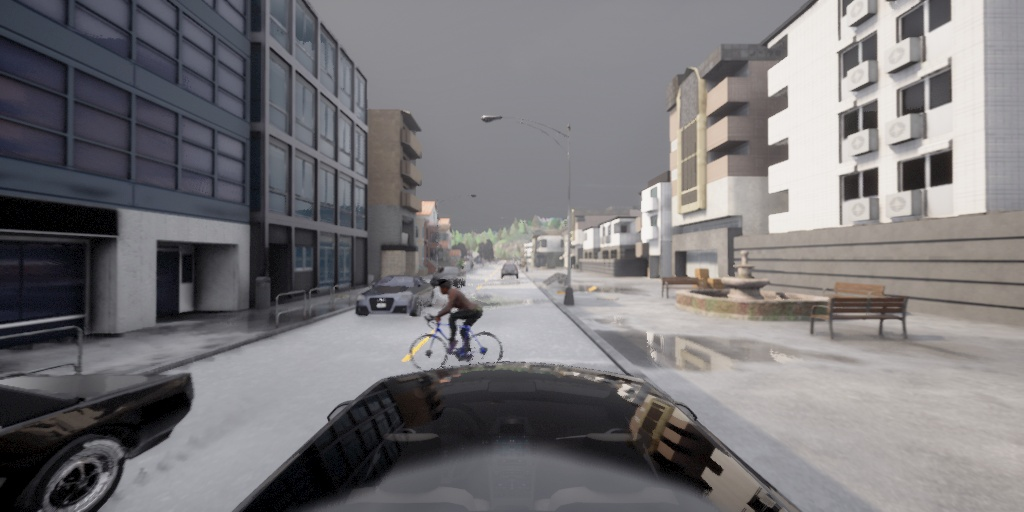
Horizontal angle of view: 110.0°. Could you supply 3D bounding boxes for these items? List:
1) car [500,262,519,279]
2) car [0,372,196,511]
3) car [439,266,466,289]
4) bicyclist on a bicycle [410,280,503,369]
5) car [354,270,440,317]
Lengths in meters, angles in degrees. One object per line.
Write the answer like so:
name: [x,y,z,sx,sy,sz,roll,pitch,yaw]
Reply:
car: [-0.229,1.581,37.499,2.033,1.411,5.357,0,0,-1]
car: [-4.083,1.349,1.312,1.895,1.301,4.718,0,0,-1]
car: [-4.288,1.440,24.816,1.837,1.490,4.892,0,-1,0]
bicyclist on a bicycle: [-1.001,1.236,6.325,1.656,1.620,0.582,-2,0,-1]
car: [-4.198,1.409,13.465,1.994,1.385,4.181,0,-1,-1]
